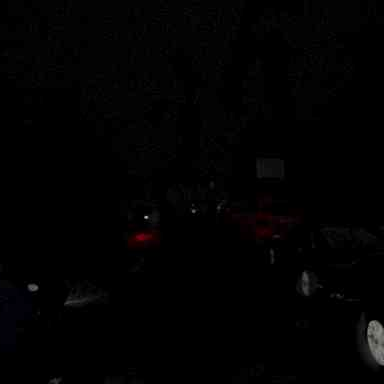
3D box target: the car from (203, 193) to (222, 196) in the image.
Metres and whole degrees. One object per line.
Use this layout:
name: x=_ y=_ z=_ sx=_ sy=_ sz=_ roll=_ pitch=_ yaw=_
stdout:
car: x=3.232 y=1.183 z=46.927 sx=2.435 sy=2.045 sz=5.566 roll=0 pitch=0 yaw=0

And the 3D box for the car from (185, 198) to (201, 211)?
car: x=0.107 y=1.523 z=41.698 sx=1.994 sy=1.385 sz=4.181 roll=0 pitch=0 yaw=0

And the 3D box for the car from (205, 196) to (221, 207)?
car: x=3.233 y=1.429 z=52.417 sx=2.231 sy=1.521 sz=4.892 roll=0 pitch=0 yaw=0

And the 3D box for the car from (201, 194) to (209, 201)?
car: x=3.238 y=1.392 z=85.885 sx=1.946 sy=1.575 sz=5.366 roll=0 pitch=0 yaw=0

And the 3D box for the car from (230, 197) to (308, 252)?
car: x=3.228 y=1.215 z=13.901 sx=2.435 sy=2.045 sz=5.566 roll=0 pitch=0 yaw=0

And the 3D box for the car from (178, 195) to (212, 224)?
car: x=0.106 y=1.328 z=24.510 sx=2.097 sy=1.767 sz=4.553 roll=0 pitch=0 yaw=0

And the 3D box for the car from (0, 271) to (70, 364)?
car: x=-3.149 y=1.544 z=3.614 sx=2.033 sy=1.411 sz=5.357 roll=0 pitch=0 yaw=0

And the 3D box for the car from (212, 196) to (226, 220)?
car: x=3.230 y=1.447 z=30.634 sx=1.946 sy=1.575 sz=5.366 roll=0 pitch=0 yaw=0

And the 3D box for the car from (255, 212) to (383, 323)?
car: x=3.229 y=1.473 z=8.218 sx=2.231 sy=1.521 sz=4.892 roll=0 pitch=0 yaw=0

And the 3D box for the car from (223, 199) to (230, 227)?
car: x=3.229 y=1.458 z=19.584 sx=1.946 sy=1.575 sz=5.366 roll=0 pitch=0 yaw=0

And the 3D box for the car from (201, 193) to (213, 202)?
car: x=3.234 y=1.155 z=74.551 sx=2.435 sy=2.045 sz=5.566 roll=0 pitch=0 yaw=0

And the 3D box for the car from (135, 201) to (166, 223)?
car: x=-3.146 y=1.479 z=25.395 sx=1.837 sy=1.490 sz=4.892 roll=0 pitch=0 yaw=0

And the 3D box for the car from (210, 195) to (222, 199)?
car: x=3.287 y=1.444 z=37.506 sx=2.231 sy=1.521 sz=4.892 roll=0 pitch=0 yaw=1
